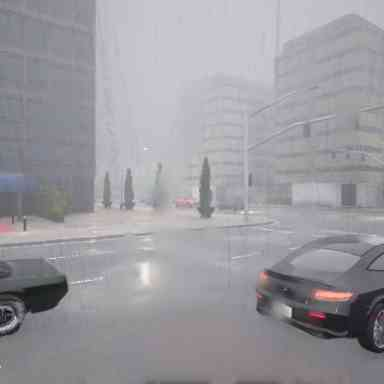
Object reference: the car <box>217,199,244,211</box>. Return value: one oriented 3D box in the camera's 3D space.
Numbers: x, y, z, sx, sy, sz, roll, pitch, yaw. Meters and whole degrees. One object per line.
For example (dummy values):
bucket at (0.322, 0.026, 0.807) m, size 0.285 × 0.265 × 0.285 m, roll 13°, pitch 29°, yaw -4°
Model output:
car at (4.887, 1.564, 39.856) m, size 1.994 × 1.385 × 4.181 m, roll 0°, pitch 0°, yaw -35°

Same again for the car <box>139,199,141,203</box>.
car at (-8.767, 1.564, 65.750) m, size 1.994 × 1.385 × 4.181 m, roll 0°, pitch 0°, yaw -35°

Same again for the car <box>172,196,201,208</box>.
car at (-0.500, 1.352, 47.535) m, size 2.097 × 1.767 × 4.553 m, roll 0°, pitch 0°, yaw -35°

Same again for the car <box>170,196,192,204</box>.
car at (-2.039, 1.526, 62.253) m, size 1.812 × 1.442 × 4.674 m, roll 0°, pitch 0°, yaw -35°

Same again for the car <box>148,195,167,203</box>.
car at (-7.325, 1.503, 69.726) m, size 1.837 × 1.490 × 4.892 m, roll 0°, pitch 0°, yaw -35°

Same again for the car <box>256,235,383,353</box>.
car at (3.190, 1.526, 6.098) m, size 4.674 × 1.442 × 1.812 m, roll 0°, pitch 0°, yaw -35°

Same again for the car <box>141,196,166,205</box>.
car at (-6.196, 1.564, 55.671) m, size 1.994 × 1.385 × 4.181 m, roll 0°, pitch 0°, yaw -35°

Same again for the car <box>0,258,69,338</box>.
car at (-4.528, 1.601, 5.058) m, size 4.718 × 1.301 × 1.895 m, roll 0°, pitch 0°, yaw -36°
